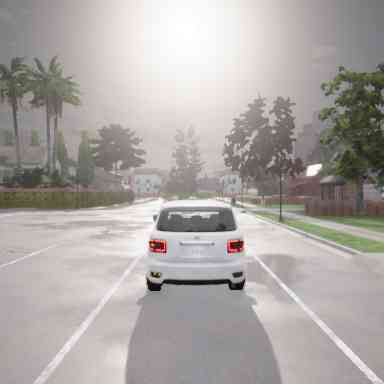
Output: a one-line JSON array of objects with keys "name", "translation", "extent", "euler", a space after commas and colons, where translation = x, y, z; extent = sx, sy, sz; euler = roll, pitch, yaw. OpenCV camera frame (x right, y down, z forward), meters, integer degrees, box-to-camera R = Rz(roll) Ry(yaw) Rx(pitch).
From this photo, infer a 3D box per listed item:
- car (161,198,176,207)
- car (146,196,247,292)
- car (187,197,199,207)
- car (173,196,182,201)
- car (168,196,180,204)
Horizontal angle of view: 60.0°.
[{"name": "car", "translation": [-3.595, 1.600, 51.924], "extent": [1.895, 1.301, 4.718], "euler": [0, 0, 0]}, {"name": "car", "translation": [0.063, 1.222, 9.094], "extent": [2.150, 2.045, 5.566], "euler": [0, 0, -1]}, {"name": "car", "translation": [0.093, 1.504, 52.428], "extent": [1.837, 1.490, 4.892], "euler": [0, 0, 0]}, {"name": "car", "translation": [-3.510, 1.582, 81.575], "extent": [1.895, 1.301, 4.718], "euler": [0, 0, 0]}, {"name": "car", "translation": [-3.537, 1.491, 66.405], "extent": [2.128, 1.511, 4.902], "euler": [0, 0, 1]}]
